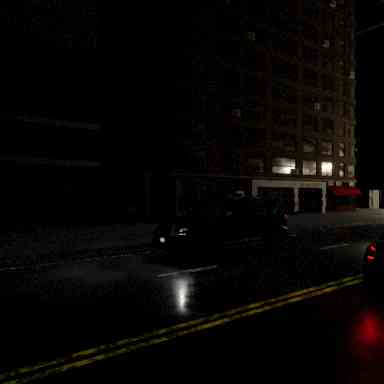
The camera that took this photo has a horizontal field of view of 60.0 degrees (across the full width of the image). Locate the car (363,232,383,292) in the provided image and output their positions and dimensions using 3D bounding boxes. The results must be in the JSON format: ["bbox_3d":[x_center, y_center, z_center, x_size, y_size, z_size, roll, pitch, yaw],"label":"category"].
[{"bbox_3d":[6.033,1.353,7.740,4.553,1.767,2.097,0,0,-35],"label":"car"}]

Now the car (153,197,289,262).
[{"bbox_3d":[1.275,1.222,12.573,5.566,2.045,2.150,0,0,-35],"label":"car"}]
